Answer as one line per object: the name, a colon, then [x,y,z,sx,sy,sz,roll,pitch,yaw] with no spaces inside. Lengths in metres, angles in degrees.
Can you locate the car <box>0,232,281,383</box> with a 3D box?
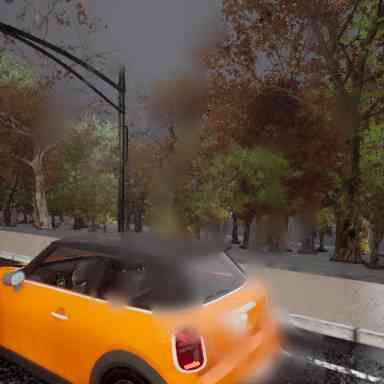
car: [-1.239,1.351,4.581,4.553,1.767,2.097,0,0,36]
